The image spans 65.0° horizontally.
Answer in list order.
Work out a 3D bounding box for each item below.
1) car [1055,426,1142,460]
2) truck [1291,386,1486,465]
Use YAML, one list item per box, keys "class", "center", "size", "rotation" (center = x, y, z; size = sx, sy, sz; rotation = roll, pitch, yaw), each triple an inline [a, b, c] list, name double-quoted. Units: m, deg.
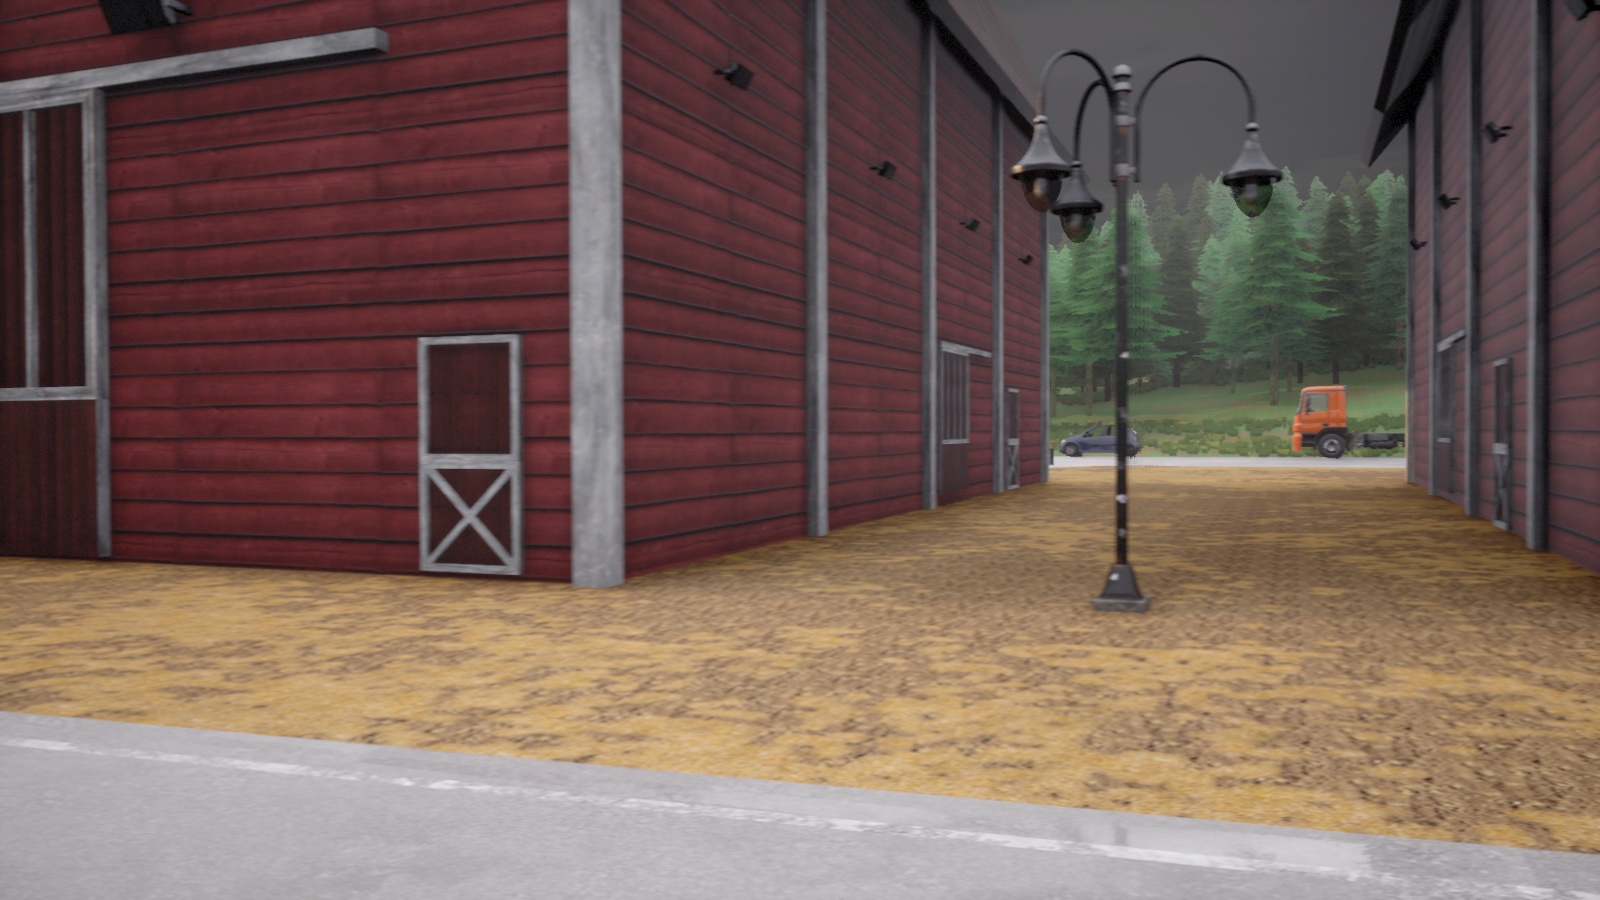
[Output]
- class: "car"
  center: [14.881, -0.371, 62.634]
  size: [3.988, 1.617, 1.851]
  rotation: [1, 1, 22]
- class: "truck"
  center: [26.888, -1.129, 57.790]
  size: [7.936, 3.462, 2.891]
  rotation: [1, 1, 22]
